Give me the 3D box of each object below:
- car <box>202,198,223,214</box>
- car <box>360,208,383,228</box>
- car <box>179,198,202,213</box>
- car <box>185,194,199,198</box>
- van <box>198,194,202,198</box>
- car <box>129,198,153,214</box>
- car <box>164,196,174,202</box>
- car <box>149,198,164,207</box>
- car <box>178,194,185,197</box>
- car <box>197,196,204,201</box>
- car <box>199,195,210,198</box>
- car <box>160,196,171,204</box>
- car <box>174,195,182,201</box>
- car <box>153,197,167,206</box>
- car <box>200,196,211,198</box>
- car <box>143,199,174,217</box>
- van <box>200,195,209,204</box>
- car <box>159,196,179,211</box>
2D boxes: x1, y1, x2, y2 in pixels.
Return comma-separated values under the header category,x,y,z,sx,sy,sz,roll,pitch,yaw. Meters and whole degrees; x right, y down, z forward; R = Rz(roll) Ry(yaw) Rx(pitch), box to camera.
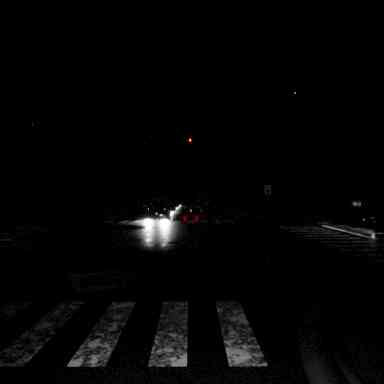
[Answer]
category,x,y,z,sx,sy,sz,roll,pitch,yaw
car,2.399,1.604,36.087,1.947,1.339,4.313,0,0,0
car,13.058,1.456,20.587,4.892,1.490,1.837,0,0,0
car,-0.121,1.640,36.782,1.895,1.301,4.718,0,0,0
car,-0.047,1.589,64.972,2.128,1.511,4.902,0,0,0
van,2.466,1.421,58.130,1.690,1.788,3.998,0,0,0
car,-5.625,1.478,36.112,1.967,1.590,4.097,0,0,0
car,-5.493,1.690,80.197,2.008,1.369,4.403,0,0,0
car,-5.576,1.650,52.643,1.802,1.307,4.206,0,0,0
car,-2.962,1.581,62.009,2.128,1.511,4.902,0,0,1
car,2.152,1.693,90.056,1.812,1.442,4.674,0,0,0
car,2.449,1.634,52.620,1.947,1.339,4.313,0,0,0
car,-5.526,1.548,69.176,1.967,1.590,4.097,0,0,0
car,-3.036,1.630,51.929,1.994,1.385,4.181,0,0,0
car,-5.559,1.631,58.154,2.008,1.369,4.403,0,0,0
car,2.433,1.639,47.109,1.802,1.307,4.206,0,0,0
car,-3.119,1.633,31.989,1.895,1.301,4.718,0,0,1
van,2.498,1.449,69.152,1.690,1.788,3.998,0,0,0
car,-3.066,1.612,41.944,1.994,1.385,4.181,0,0,1
